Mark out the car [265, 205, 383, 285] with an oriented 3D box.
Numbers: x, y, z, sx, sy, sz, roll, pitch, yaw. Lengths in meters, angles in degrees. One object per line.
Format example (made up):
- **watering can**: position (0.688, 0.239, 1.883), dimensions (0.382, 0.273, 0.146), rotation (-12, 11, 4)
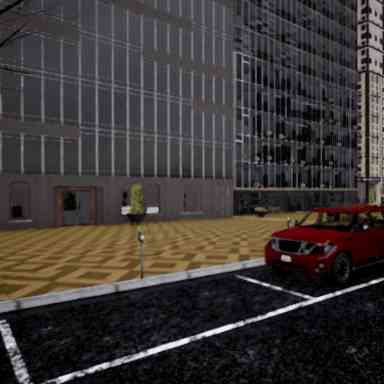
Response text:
- **car**: position (4.378, 1.332, 9.692), dimensions (5.009, 1.841, 2.192), rotation (0, 0, -36)
